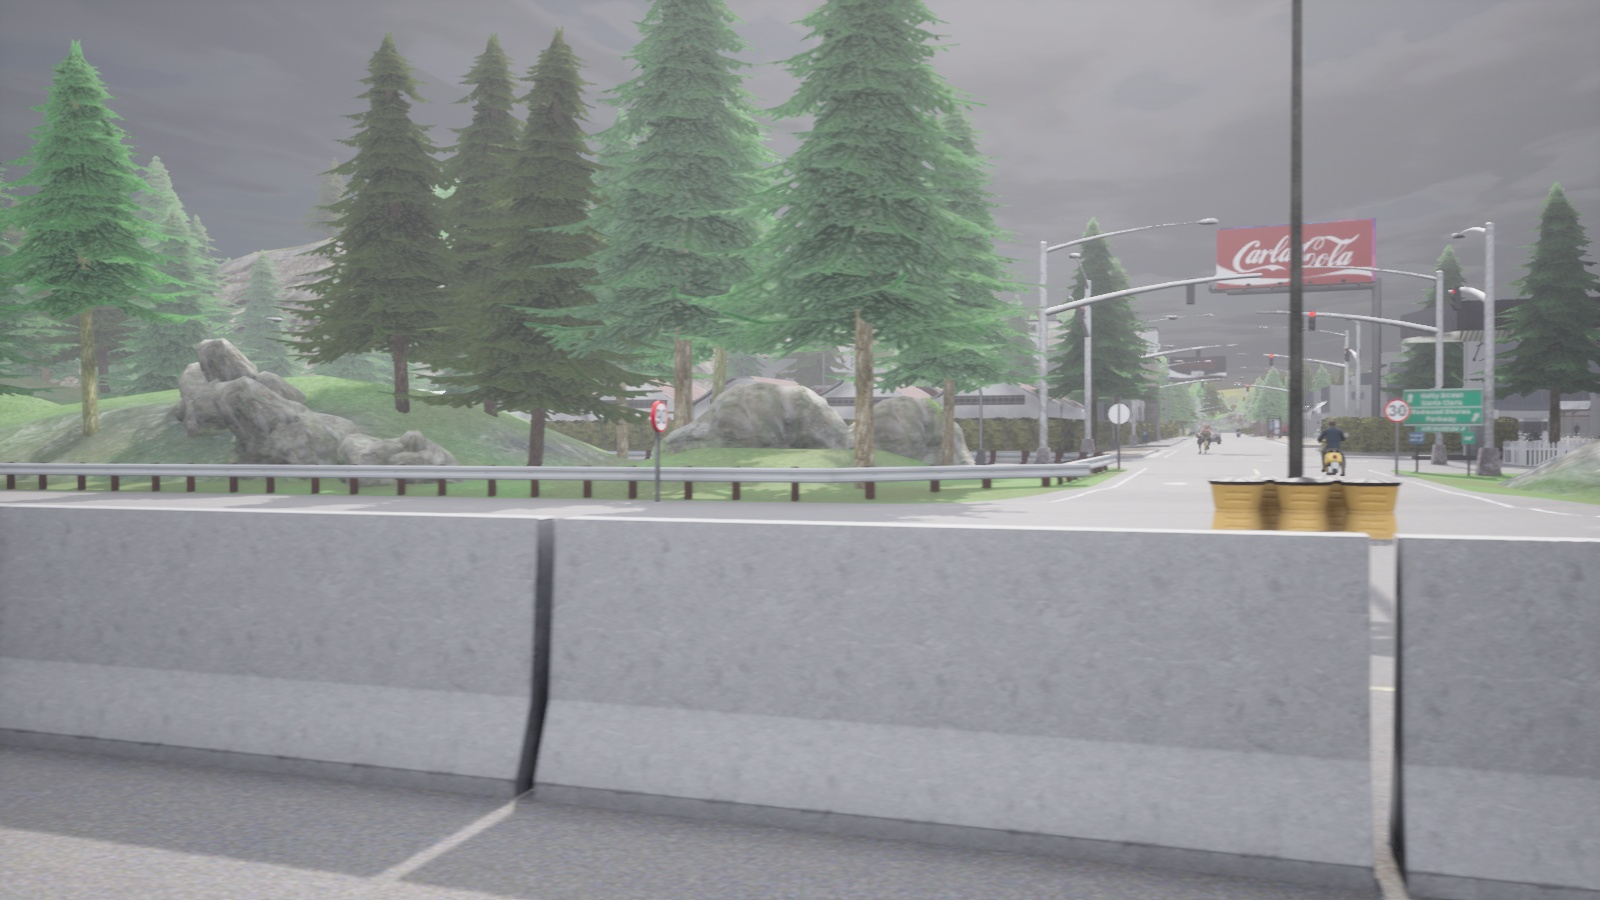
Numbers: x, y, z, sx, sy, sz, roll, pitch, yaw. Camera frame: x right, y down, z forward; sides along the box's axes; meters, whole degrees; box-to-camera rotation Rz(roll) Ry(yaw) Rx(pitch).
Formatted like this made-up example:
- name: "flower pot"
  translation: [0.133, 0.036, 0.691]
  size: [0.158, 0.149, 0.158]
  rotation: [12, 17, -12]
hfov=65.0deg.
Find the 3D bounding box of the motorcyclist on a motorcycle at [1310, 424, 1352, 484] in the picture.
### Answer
- name: "motorcyclist on a motorcycle"
  translation: [14.409, 0.092, 34.106]
  size: [0.866, 1.590, 1.817]
  rotation: [1, 1, 18]
